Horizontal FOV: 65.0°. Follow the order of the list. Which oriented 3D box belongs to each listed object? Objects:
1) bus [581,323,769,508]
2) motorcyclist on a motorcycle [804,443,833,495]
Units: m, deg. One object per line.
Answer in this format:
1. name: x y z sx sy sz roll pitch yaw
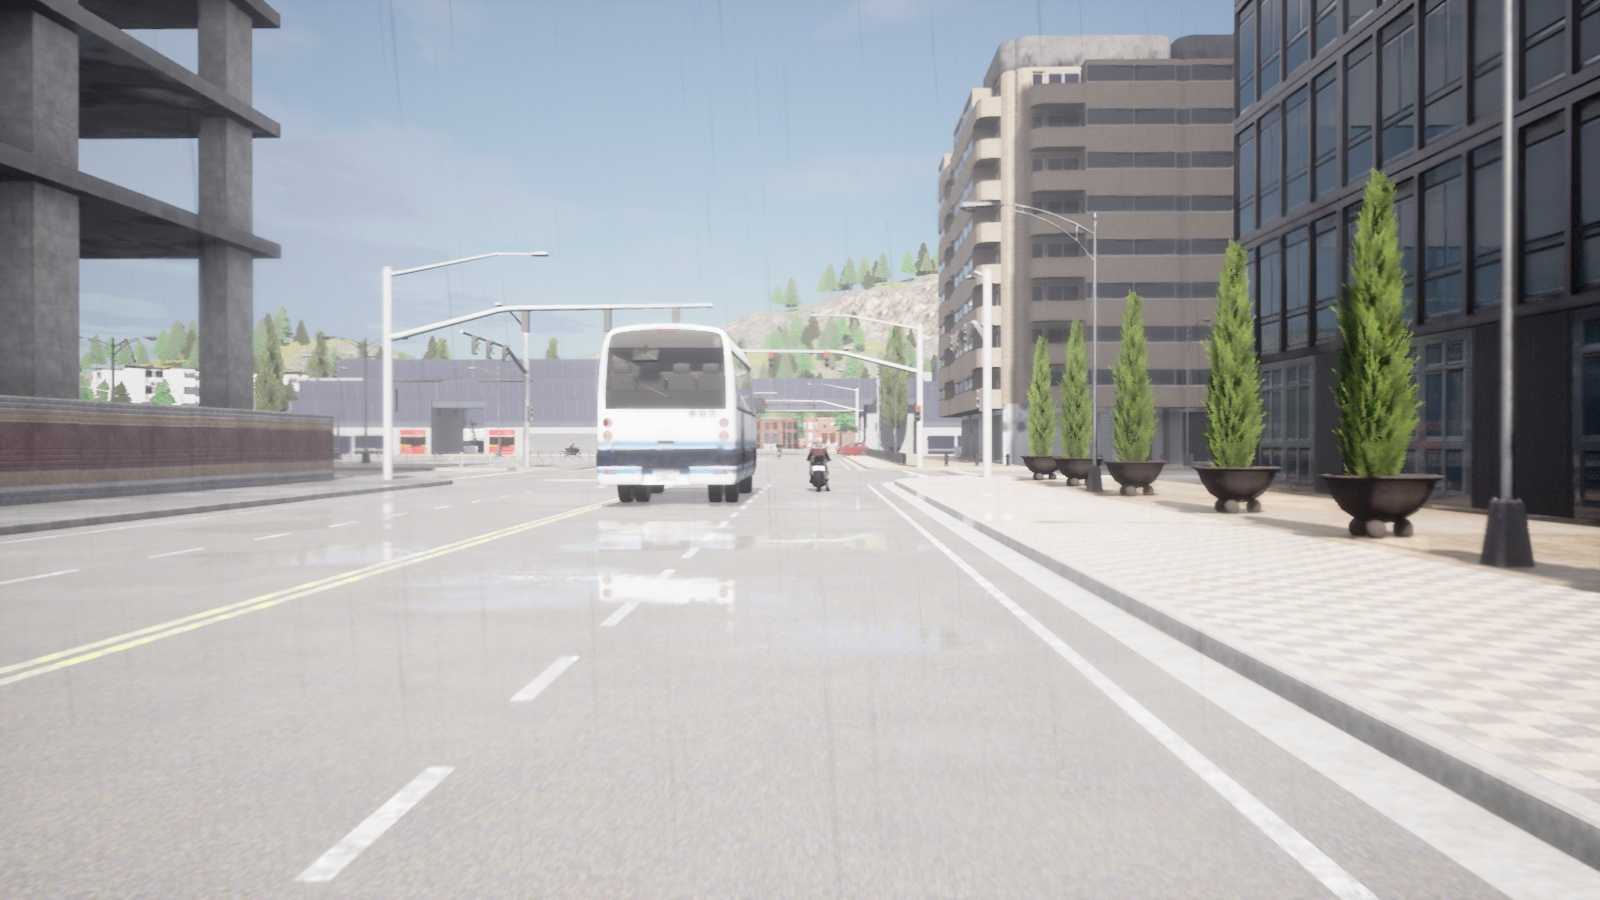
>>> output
1. bus: -3.005 -0.824 34.032 3.944 4.253 10.273 0 0 1
2. motorcyclist on a motorcycle: 0.558 0.564 38.679 0.866 1.530 2.191 0 0 1
